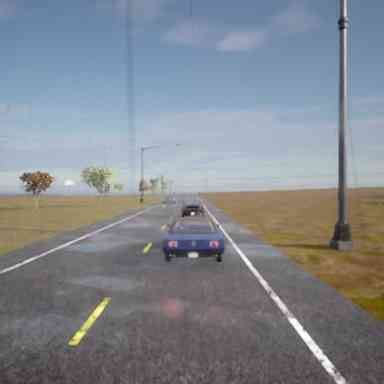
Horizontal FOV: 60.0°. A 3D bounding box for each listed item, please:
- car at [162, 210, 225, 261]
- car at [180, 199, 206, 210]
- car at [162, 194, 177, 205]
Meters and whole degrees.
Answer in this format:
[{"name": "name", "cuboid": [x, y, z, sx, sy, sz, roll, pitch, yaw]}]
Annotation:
[{"name": "car", "cuboid": [0.063, 1.558, 12.034, 1.895, 1.301, 4.718, 0, 0, 0]}, {"name": "car", "cuboid": [0.076, 1.403, 28.562, 1.837, 1.490, 4.892, 0, 1, 0]}, {"name": "car", "cuboid": [-3.560, 1.154, 53.019, 2.097, 1.767, 4.553, 0, 0, 0]}]
